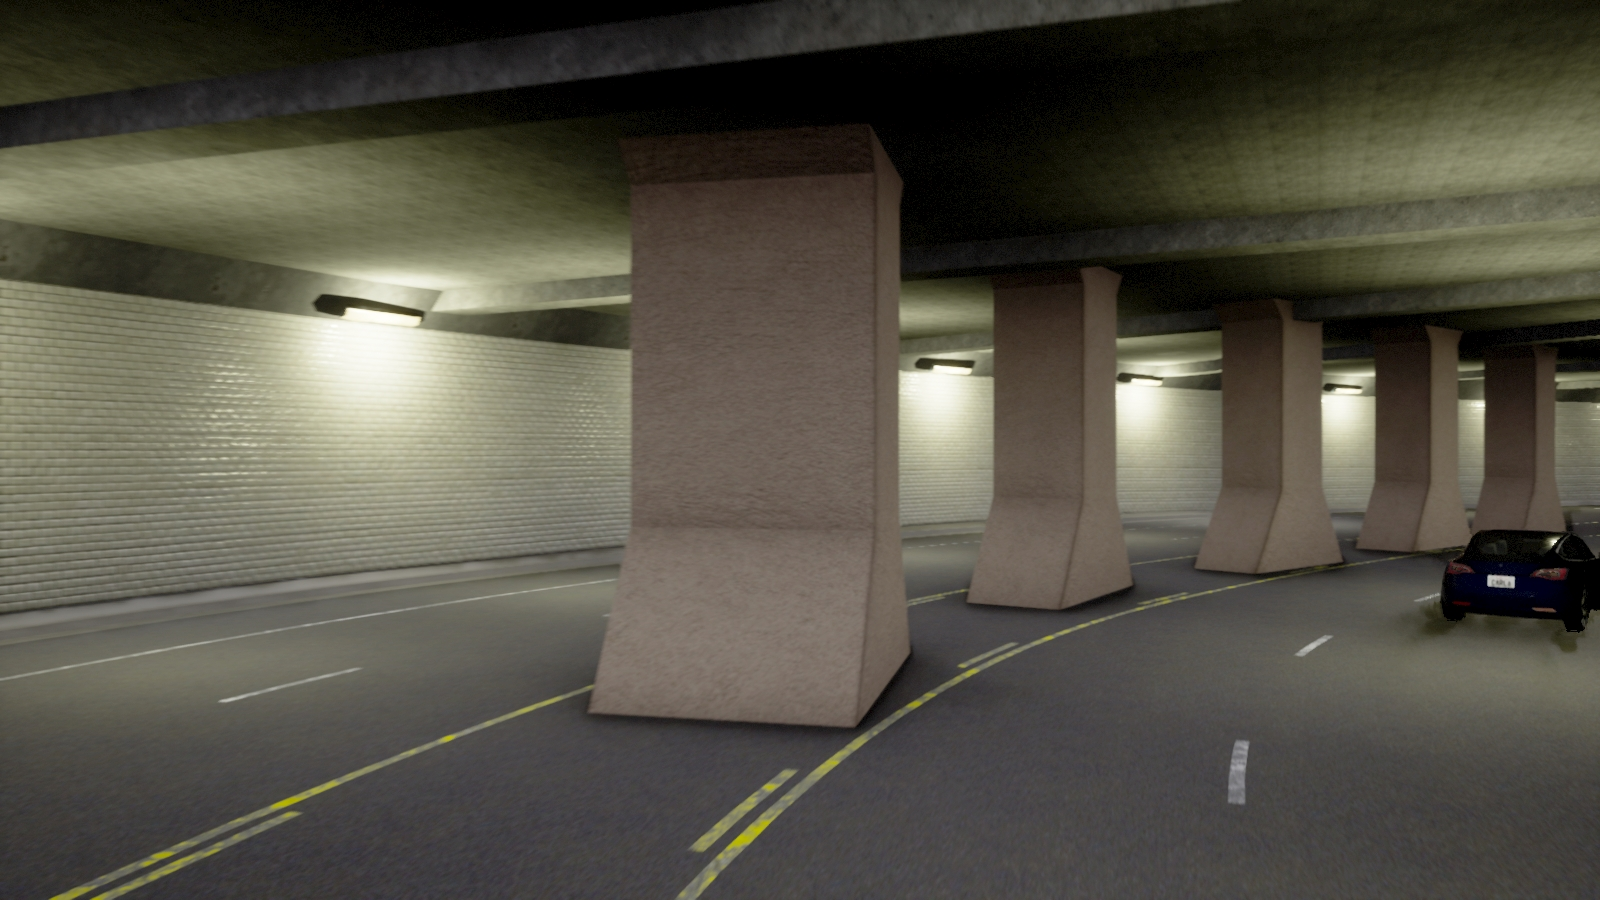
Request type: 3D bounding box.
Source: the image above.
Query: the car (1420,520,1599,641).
[{"bbox_3d":[12.320,2.074,19.362,2.163,1.488,4.792,0,0,41],"label":"car"}]
